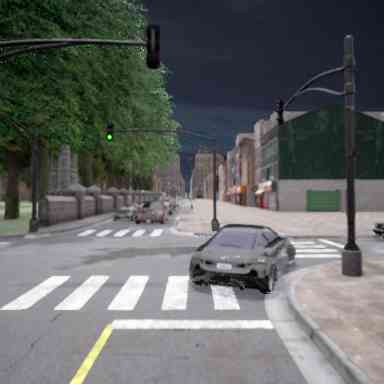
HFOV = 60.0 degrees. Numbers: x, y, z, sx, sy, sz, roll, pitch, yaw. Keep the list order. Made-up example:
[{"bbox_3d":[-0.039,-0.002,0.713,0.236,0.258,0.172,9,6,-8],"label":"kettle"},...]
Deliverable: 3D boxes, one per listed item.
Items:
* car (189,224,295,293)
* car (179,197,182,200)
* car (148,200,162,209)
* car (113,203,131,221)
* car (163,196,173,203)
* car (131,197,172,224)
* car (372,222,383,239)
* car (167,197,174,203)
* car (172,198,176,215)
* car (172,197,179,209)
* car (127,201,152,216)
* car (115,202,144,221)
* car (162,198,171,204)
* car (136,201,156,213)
[{"bbox_3d":[1.532,1.569,9.184,1.994,1.385,4.181,0,1,24],"label":"car"},{"bbox_3d":[-3.161,1.946,56.749,1.895,1.301,4.718,0,0,0],"label":"car"},{"bbox_3d":[-5.697,1.890,51.915,1.802,1.307,4.206,1,0,0],"label":"car"},{"bbox_3d":[-5.525,1.704,28.431,2.008,1.369,4.403,1,0,0],"label":"car"},{"bbox_3d":[-5.970,1.915,84.618,2.192,1.841,5.009,1,-1,0],"label":"car"},{"bbox_3d":[-3.018,1.489,25.726,2.097,1.767,4.553,0,0,1],"label":"car"},{"bbox_3d":[10.896,1.614,15.099,4.718,1.301,1.895,-1,-2,0],"label":"car"},{"bbox_3d":[-6.066,2.257,95.349,1.752,1.417,4.829,1,-1,0],"label":"car"},{"bbox_3d":[-3.025,1.724,35.907,1.812,1.442,4.674,0,0,0],"label":"car"},{"bbox_3d":[-3.117,1.771,46.208,1.837,1.490,4.892,0,0,-1],"label":"car"},{"bbox_3d":[-5.558,1.747,35.566,2.008,1.369,4.403,1,0,0],"label":"car"},{"bbox_3d":[-5.565,1.691,30.405,1.752,1.417,4.829,1,0,0],"label":"car"},{"bbox_3d":[-5.926,2.069,78.996,1.752,1.417,4.829,1,-1,0],"label":"car"},{"bbox_3d":[-5.604,1.797,41.016,1.947,1.339,4.313,1,0,0],"label":"car"}]
